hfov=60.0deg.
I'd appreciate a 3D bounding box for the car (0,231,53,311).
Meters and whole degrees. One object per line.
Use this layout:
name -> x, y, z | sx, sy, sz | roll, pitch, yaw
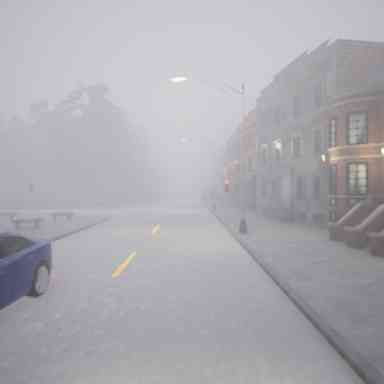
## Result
car -> -4.103, 1.440, 5.582 | 1.882, 1.535, 5.008 | 0, 0, 0
